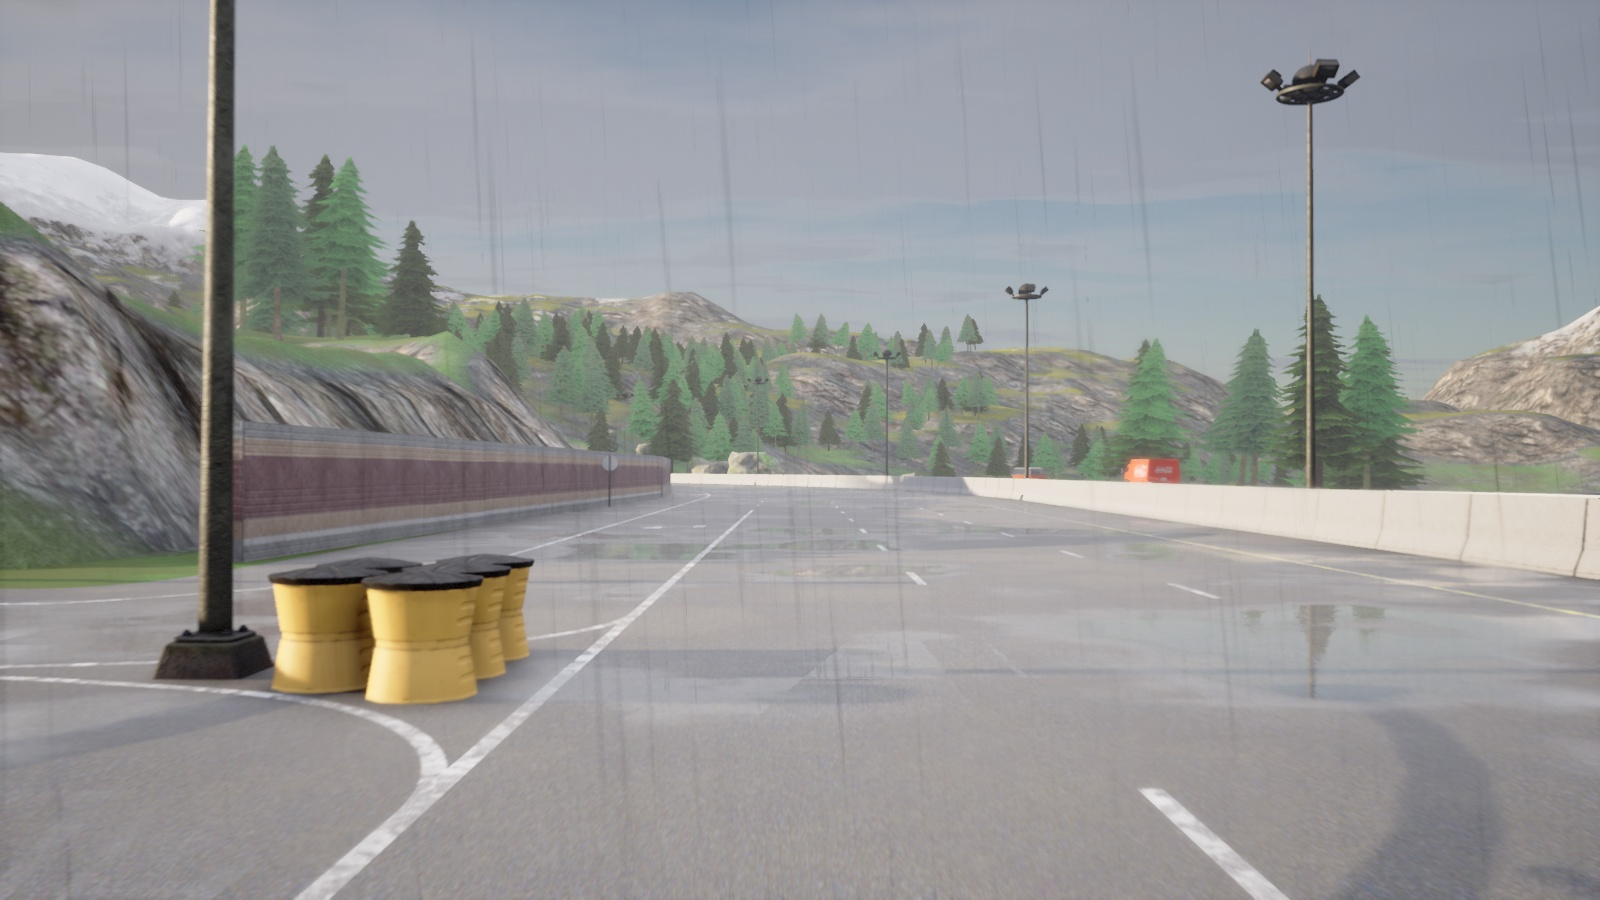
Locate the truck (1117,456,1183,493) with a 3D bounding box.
[{"bbox_3d":[23.664,1.659,85.160,2.627,2.467,5.204,0,-1,-5],"label":"truck"}]
